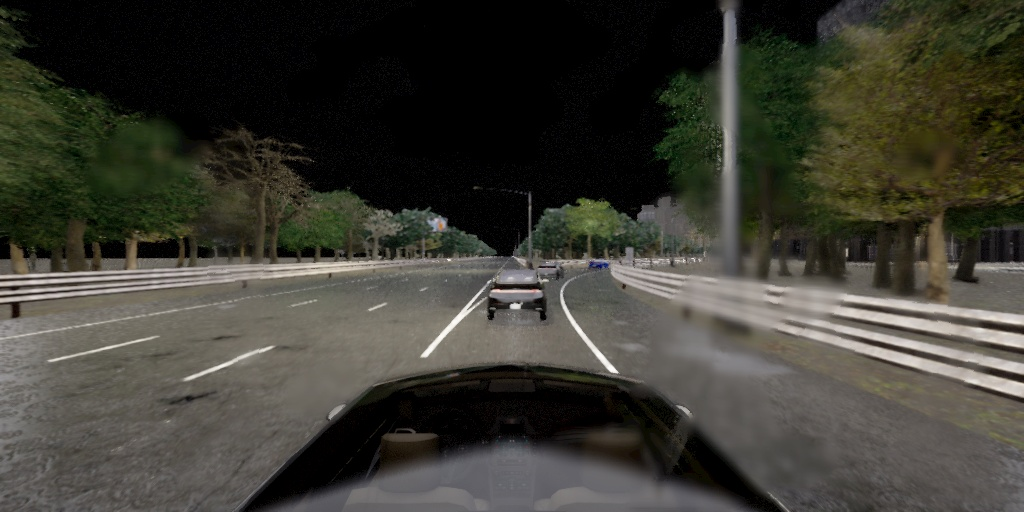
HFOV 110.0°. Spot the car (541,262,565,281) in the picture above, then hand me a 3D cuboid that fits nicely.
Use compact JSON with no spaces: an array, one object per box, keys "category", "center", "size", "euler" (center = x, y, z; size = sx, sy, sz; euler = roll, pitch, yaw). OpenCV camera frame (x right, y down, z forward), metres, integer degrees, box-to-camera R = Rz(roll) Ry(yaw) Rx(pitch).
[{"category":"car","center":[3.357,1.212,30.347],"size":[2.128,1.511,4.902],"euler":[0,0,16]}]

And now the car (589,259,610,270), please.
[{"category":"car","center":[12.564,1.162,51.346],"size":[1.882,1.535,5.008],"euler":[0,0,31]}]

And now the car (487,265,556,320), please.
[{"category":"car","center":[0.279,1.231,12.646],"size":[2.128,1.511,4.902],"euler":[0,0,4]}]
